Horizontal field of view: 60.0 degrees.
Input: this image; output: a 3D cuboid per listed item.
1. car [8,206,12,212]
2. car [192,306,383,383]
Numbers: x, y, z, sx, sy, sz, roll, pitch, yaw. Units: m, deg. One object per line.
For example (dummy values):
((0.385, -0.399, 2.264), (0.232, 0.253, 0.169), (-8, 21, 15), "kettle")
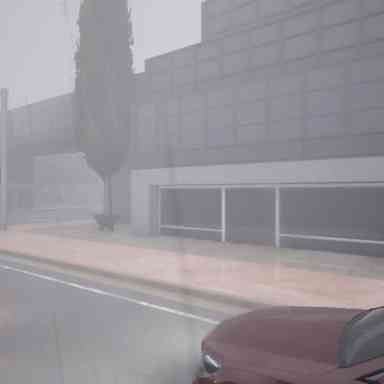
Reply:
((-20.070, 1.600, 31.822), (1.895, 1.301, 4.718), (0, 0, 36), "car")
((2.191, 1.526, 2.412), (4.674, 1.442, 1.812), (0, 0, 35), "car")
